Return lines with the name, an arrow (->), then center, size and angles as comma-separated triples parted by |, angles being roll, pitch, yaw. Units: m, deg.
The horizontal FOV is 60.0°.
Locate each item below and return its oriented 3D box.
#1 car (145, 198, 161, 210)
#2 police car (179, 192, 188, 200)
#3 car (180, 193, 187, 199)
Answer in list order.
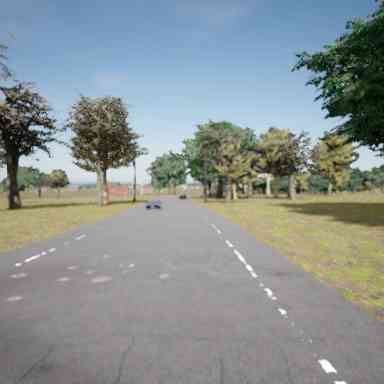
car -> -4.836, 1.445, 42.139 | 2.033, 1.411, 5.357 | 0, 0, -3
police car -> -2.369, 1.133, 85.716 | 1.930, 1.638, 5.238 | 0, 0, -1
car -> -2.531, 1.124, 95.568 | 1.882, 1.535, 5.008 | 0, 0, -1
